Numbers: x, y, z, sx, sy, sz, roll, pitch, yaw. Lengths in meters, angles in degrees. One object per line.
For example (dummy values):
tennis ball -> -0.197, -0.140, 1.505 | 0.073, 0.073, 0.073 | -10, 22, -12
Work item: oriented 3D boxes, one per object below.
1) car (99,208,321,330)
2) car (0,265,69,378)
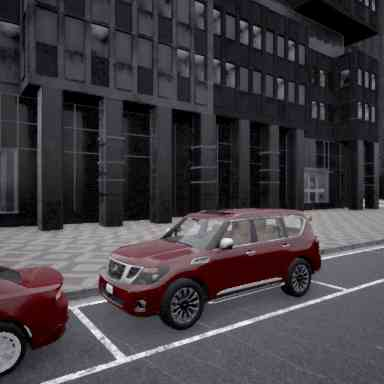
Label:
car -> 0.664, 1.315, 7.075 | 5.009, 1.841, 2.192 | 0, 0, -35
car -> -3.852, 1.544, 3.913 | 4.507, 1.381, 1.887 | 0, 0, -35
